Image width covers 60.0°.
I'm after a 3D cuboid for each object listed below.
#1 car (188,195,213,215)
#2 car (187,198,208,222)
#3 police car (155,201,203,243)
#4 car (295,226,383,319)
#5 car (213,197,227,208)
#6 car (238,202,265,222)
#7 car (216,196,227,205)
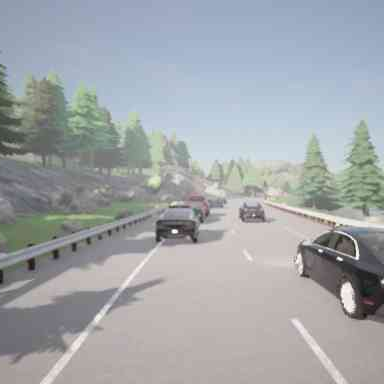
[{"bbox_3d":[0.587,1.297,32.465,2.150,2.045,5.566,0,0,6],"label":"car"},{"bbox_3d":[0.049,1.536,26.471,1.882,1.535,5.008,0,0,5],"label":"car"},{"bbox_3d":[-0.603,1.462,16.624,1.930,1.638,5.238,0,0,3],"label":"police car"},{"bbox_3d":[3.742,1.525,7.346,1.837,1.490,4.892,0,0,1],"label":"car"},{"bbox_3d":[3.670,1.604,49.830,2.128,1.511,4.902,0,0,7],"label":"car"},{"bbox_3d":[4.836,1.556,27.330,2.128,1.511,4.902,0,0,5],"label":"car"},{"bbox_3d":[5.804,1.626,65.381,1.882,1.535,5.008,0,0,9],"label":"car"}]
